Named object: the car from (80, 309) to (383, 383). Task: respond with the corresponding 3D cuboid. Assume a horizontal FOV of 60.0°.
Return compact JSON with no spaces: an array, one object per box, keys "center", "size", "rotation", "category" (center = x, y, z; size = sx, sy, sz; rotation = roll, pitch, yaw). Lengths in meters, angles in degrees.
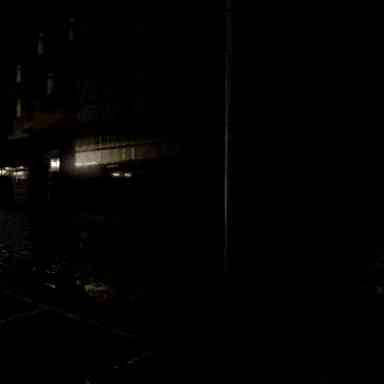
[{"center":[1.031,1.566,2.226],"size":[4.313,1.339,1.947],"rotation":[0,0,36],"category":"car"}]
